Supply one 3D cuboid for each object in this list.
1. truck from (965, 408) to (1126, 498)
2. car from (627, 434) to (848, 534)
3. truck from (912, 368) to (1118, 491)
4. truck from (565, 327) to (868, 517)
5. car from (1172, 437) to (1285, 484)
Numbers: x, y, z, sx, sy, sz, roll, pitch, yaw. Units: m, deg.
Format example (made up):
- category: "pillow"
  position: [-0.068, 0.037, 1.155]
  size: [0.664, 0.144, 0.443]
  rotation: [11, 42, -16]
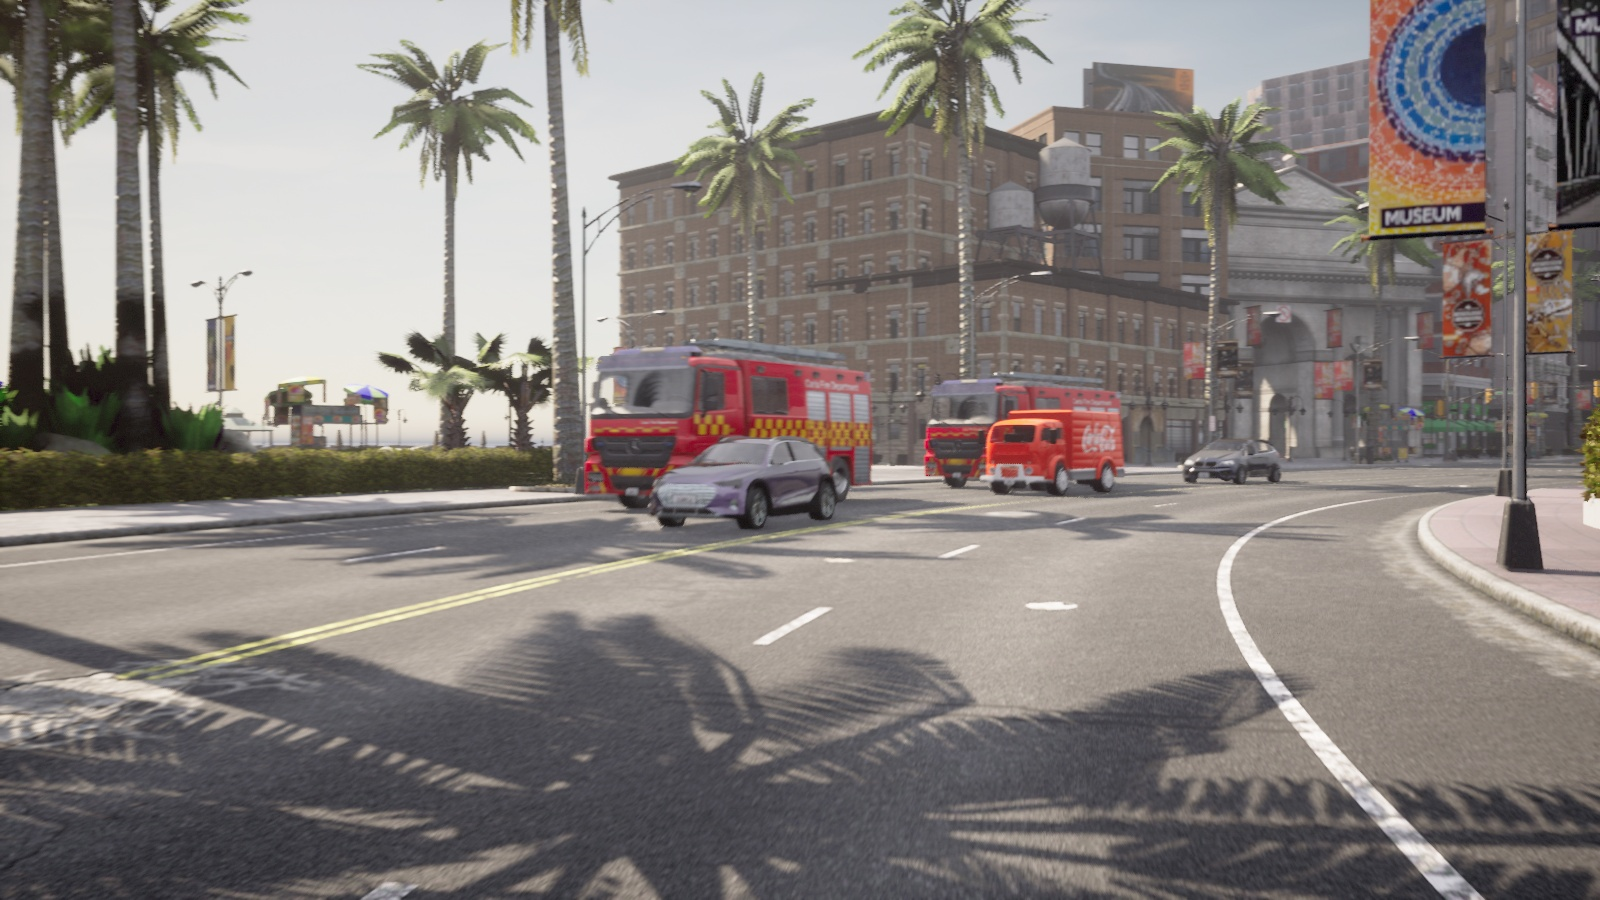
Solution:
- category: "truck"
  position: [7.372, 0.064, 37.275]
  size: [2.627, 2.467, 5.204]
  rotation: [0, 0, 38]
- category: "car"
  position: [-0.997, 0.543, 23.161]
  size: [2.033, 1.649, 4.856]
  rotation: [0, 0, 25]
- category: "truck"
  position: [7.546, -0.647, 43.061]
  size: [2.891, 3.827, 8.468]
  rotation: [0, 0, 42]
- category: "truck"
  position: [-1.629, -0.590, 29.778]
  size: [2.891, 3.827, 8.468]
  rotation: [0, 0, 30]
- category: "car"
  position: [16.113, 0.356, 47.138]
  size: [2.242, 1.667, 4.611]
  rotation: [0, 0, 44]
